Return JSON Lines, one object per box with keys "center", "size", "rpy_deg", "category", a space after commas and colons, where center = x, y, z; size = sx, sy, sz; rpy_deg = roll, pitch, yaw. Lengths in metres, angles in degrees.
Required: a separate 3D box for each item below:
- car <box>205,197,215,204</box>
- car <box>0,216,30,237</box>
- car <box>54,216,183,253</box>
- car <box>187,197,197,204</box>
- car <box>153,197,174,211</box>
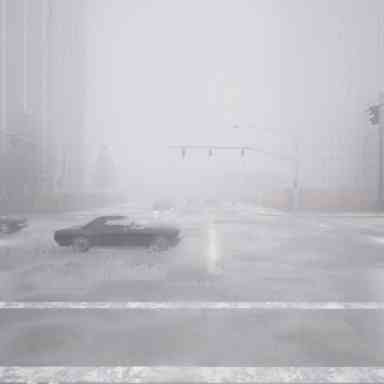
{"center": [3.519, 1.601, 65.002], "size": [1.895, 1.301, 4.718], "rpy_deg": [0, 0, 0], "category": "car"}
{"center": [-11.140, 1.601, 17.281], "size": [4.718, 1.301, 1.895], "rpy_deg": [0, 0, -13], "category": "car"}
{"center": [-2.704, 1.601, 13.008], "size": [4.718, 1.301, 1.895], "rpy_deg": [0, 0, -1], "category": "car"}
{"center": [0.019, 1.564, 64.973], "size": [1.994, 1.385, 4.181], "rpy_deg": [0, 0, 0], "category": "car"}
{"center": [-3.587, 1.564, 40.774], "size": [1.994, 1.385, 4.181], "rpy_deg": [0, 0, 0], "category": "car"}
